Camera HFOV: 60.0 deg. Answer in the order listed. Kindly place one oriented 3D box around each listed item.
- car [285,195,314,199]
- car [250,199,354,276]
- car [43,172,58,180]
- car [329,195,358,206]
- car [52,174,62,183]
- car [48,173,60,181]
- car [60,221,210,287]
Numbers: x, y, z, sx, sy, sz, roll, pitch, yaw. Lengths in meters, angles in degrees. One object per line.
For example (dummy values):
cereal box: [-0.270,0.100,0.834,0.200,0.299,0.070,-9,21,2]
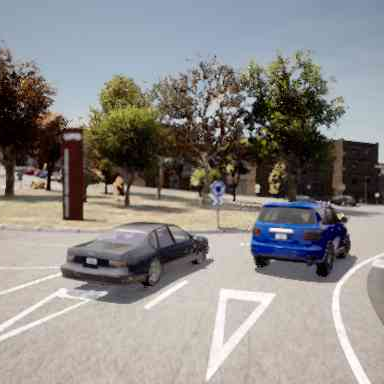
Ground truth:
car: [15.839,1.155,49.336,2.033,1.411,5.357,0,1,-24]
car: [3.868,1.371,11.342,2.150,2.045,5.566,1,-1,32]
car: [-35.504,-3.700,87.169,1.946,1.575,5.366,7,6,28]
car: [20.450,1.184,45.664,2.128,1.511,4.902,0,1,-15]
car: [-31.400,-3.022,82.809,2.231,1.521,4.892,7,5,28]
car: [-33.406,-3.324,85.077,2.002,1.452,4.674,7,6,28]
car: [-1.169,1.556,9.431,2.033,1.411,5.357,2,0,23]
